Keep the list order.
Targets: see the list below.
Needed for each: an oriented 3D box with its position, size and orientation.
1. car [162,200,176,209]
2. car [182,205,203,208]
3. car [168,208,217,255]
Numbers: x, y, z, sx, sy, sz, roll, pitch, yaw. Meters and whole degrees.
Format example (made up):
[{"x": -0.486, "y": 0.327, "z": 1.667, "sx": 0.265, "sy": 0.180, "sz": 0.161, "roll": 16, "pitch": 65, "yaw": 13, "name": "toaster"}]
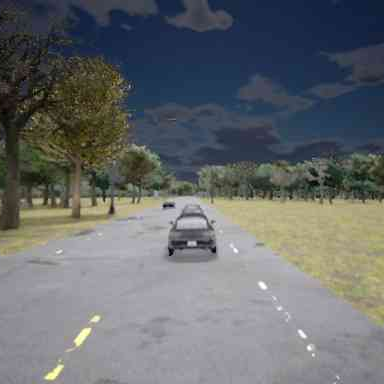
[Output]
[{"x": -3.476, "y": 1.891, "z": 50.216, "sx": 1.895, "sy": 1.301, "sz": 4.718, "roll": 0, "pitch": 0, "yaw": 0, "name": "car"}, {"x": 0.050, "y": 1.760, "z": 28.485, "sx": 1.994, "sy": 1.385, "sz": 4.181, "roll": 0, "pitch": 0, "yaw": 1, "name": "car"}, {"x": 0.017, "y": 1.628, "z": 13.836, "sx": 1.812, "sy": 1.442, "sz": 4.674, "roll": -1, "pitch": 0, "yaw": 1, "name": "car"}]
